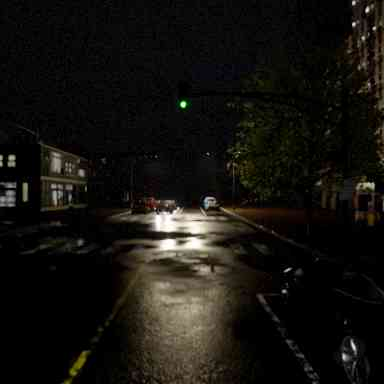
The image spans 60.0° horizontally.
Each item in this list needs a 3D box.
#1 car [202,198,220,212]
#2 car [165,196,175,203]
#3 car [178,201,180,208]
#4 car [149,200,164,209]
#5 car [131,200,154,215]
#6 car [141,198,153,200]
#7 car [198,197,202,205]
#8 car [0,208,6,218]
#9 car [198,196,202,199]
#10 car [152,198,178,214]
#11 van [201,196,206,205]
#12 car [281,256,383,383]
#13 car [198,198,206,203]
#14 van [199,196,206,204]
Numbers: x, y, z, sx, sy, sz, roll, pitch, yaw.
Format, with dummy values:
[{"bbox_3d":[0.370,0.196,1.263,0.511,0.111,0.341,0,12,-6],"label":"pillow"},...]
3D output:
[{"bbox_3d":[2.658,1.864,43.265,1.752,1.417,4.829,0,0,0],"label":"car"},{"bbox_3d":[-5.759,2.002,87.494,2.192,1.841,5.009,0,0,0],"label":"car"},{"bbox_3d":[-3.142,1.943,48.442,1.994,1.385,4.181,0,0,-1],"label":"car"},{"bbox_3d":[-5.732,1.975,54.188,2.008,1.369,4.403,0,0,0],"label":"car"},{"bbox_3d":[-5.718,1.876,37.535,1.802,1.307,4.206,0,0,0],"label":"car"},{"bbox_3d":[-5.721,1.652,43.087,2.192,1.841,5.009,0,0,0],"label":"car"},{"bbox_3d":[2.643,2.019,59.748,2.008,1.369,4.403,0,0,0],"label":"car"},{"bbox_3d":[-17.290,1.578,26.530,4.507,1.381,1.887,1,-1,-1],"label":"car"},{"bbox_3d":[2.634,2.121,70.849,1.947,1.339,4.313,0,0,0],"label":"car"},{"bbox_3d":[-3.126,1.799,39.312,2.128,1.511,4.902,0,0,0],"label":"car"},{"bbox_3d":[2.654,1.722,48.648,1.690,1.788,3.998,0,0,0],"label":"van"},{"bbox_3d":[2.690,1.606,5.067,1.947,1.339,4.313,0,0,0],"label":"car"},{"bbox_3d":[2.621,2.214,87.672,1.752,1.417,4.829,0,0,0],"label":"car"},{"bbox_3d":[2.627,1.984,81.953,1.690,1.788,3.998,0,0,0],"label":"van"}]
